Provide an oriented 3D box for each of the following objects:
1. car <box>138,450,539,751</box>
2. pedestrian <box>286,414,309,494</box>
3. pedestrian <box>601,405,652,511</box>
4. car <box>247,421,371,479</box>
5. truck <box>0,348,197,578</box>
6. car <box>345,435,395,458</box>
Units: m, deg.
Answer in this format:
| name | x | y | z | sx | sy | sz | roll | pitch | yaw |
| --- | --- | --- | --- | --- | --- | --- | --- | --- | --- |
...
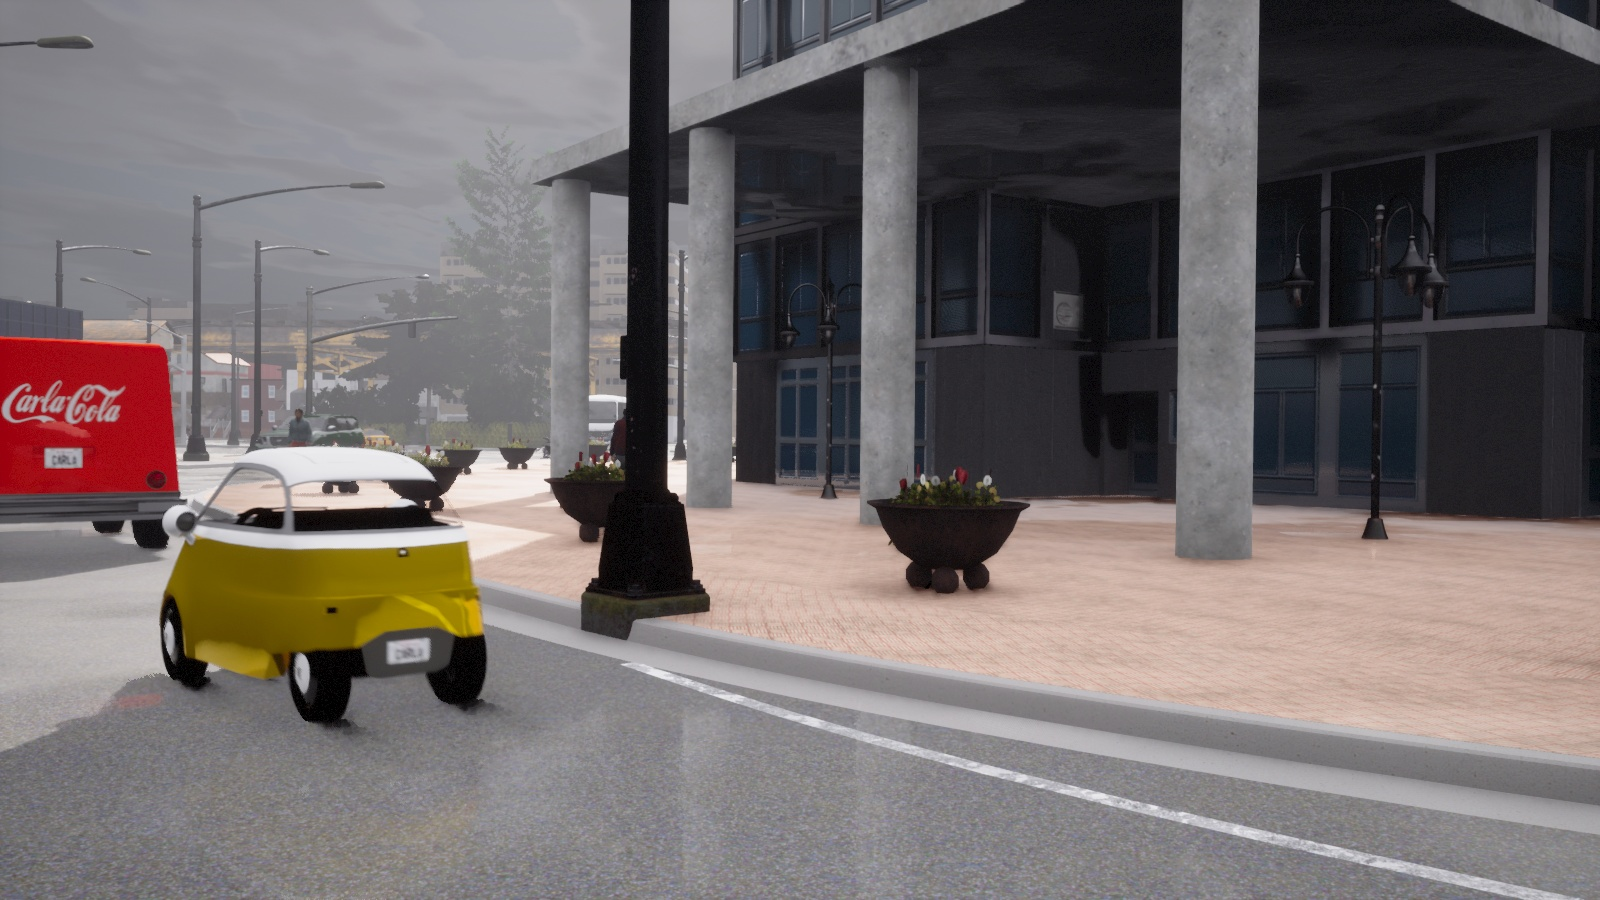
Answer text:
| name | x | y | z | sx | sy | sz | roll | pitch | yaw |
| --- | --- | --- | --- | --- | --- | --- | --- | --- | --- |
| car | -2.718 | 0.712 | 7.245 | 1.481 | 1.376 | 2.207 | -1 | 1 | -40 |
| pedestrian | -11.687 | 0.095 | 29.227 | 0.353 | 1.847 | 0.614 | -1 | 1 | -10 |
| pedestrian | -3.096 | 0.136 | 22.336 | 0.634 | 1.844 | 0.899 | -1 | 1 | -25 |
| car | -18.505 | -0.034 | 47.680 | 2.150 | 2.045 | 5.566 | 0 | 1 | 4 |
| truck | -9.607 | 0.114 | 15.941 | 2.627 | 2.467 | 5.204 | -1 | 1 | -35 |
| car | -30.087 | -0.272 | 87.750 | 1.801 | 1.575 | 5.366 | -1 | 1 | -36 |
